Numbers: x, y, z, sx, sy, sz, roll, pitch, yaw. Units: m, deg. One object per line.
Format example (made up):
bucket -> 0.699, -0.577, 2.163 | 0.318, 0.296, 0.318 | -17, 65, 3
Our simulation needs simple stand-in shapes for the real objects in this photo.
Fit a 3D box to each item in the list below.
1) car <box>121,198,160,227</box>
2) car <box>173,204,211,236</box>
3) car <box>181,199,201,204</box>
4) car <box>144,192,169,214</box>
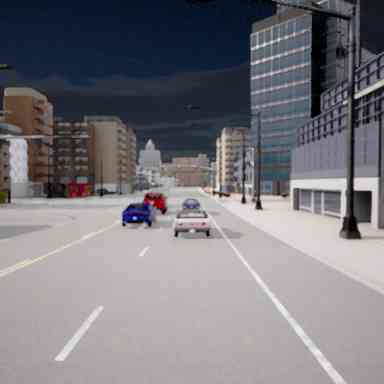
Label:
car -> -3.523, 1.454, 22.821 | 1.882, 1.535, 5.008 | 0, 0, 0
car -> -0.001, 1.608, 18.544 | 1.895, 1.301, 4.718 | 0, 0, 0
car -> -0.070, 1.363, 32.588 | 2.033, 1.411, 5.357 | 0, 1, 0
car -> -3.582, 1.035, 32.792 | 2.150, 2.045, 5.566 | 0, 1, 0
